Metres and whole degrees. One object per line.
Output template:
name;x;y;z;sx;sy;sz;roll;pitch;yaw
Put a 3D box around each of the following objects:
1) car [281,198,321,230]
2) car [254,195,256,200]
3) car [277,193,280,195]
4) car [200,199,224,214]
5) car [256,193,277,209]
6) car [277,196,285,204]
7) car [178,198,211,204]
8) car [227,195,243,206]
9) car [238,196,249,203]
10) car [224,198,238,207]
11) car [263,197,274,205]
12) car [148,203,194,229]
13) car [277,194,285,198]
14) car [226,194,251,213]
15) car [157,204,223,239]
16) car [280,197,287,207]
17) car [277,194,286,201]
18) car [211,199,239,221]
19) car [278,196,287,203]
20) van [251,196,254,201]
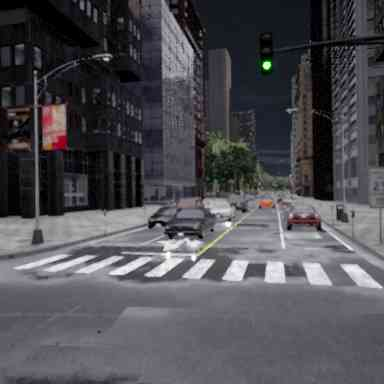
car;6.724;1.401;20.452;1.967;1.590;4.097;-1;0;14
car;15.582;1.632;90.952;1.967;1.590;4.097;-1;0;14
car;16.936;1.525;62.918;1.837;1.490;4.892;-1;0;14
car;2.368;1.630;38.149;1.752;1.417;4.829;-1;0;14
car;10.601;1.386;46.900;2.097;1.767;4.553;-1;0;14
car;11.994;1.528;41.502;1.887;1.381;4.507;-1;0;14
car;-0.230;1.409;27.788;2.192;1.841;5.009;-1;0;14
car;7.675;1.449;59.370;2.192;1.841;5.009;-1;0;14
car;11.631;1.707;75.160;1.887;1.381;4.507;-1;0;14
car;6.362;1.708;54.105;1.802;1.307;4.206;-1;0;14
car;13.991;1.651;60.430;1.895;1.301;4.718;-1;0;14
car;-1.543;1.655;22.523;1.947;1.339;4.313;-1;0;14
car;14.670;1.523;52.192;1.752;1.417;4.829;-1;0;14
car;5.175;1.287;38.353;2.150;2.045;5.566;-1;0;14
car;0.100;1.593;18.110;2.033;1.411;5.357;-1;0;14
car;8.041;1.406;25.714;1.967;1.590;4.097;-1;0;14
car;23.845;1.379;88.867;2.192;1.841;5.009;-1;0;14
car;2.584;1.581;28.030;1.812;1.442;4.674;-1;0;14
car;19.897;1.579;73.078;1.887;1.381;4.507;-1;0;14
van;14.263;1.524;85.688;1.690;1.788;3.998;-1;0;14
